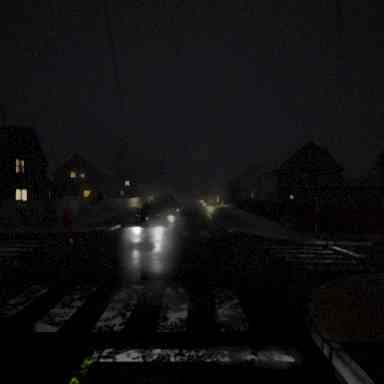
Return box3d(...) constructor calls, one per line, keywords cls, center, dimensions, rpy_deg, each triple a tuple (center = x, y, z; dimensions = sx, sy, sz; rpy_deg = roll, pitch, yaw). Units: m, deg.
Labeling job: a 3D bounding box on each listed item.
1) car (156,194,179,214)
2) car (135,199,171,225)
box3d(cls="car", center=(-2.887, 1.262, 35.928), dimensions=(2.150, 2.045, 5.566), rpy_deg=(0, 0, 0))
box3d(cls="car", center=(-2.903, 1.524, 24.490), dimensions=(1.837, 1.490, 4.892), rpy_deg=(0, 0, 1))
